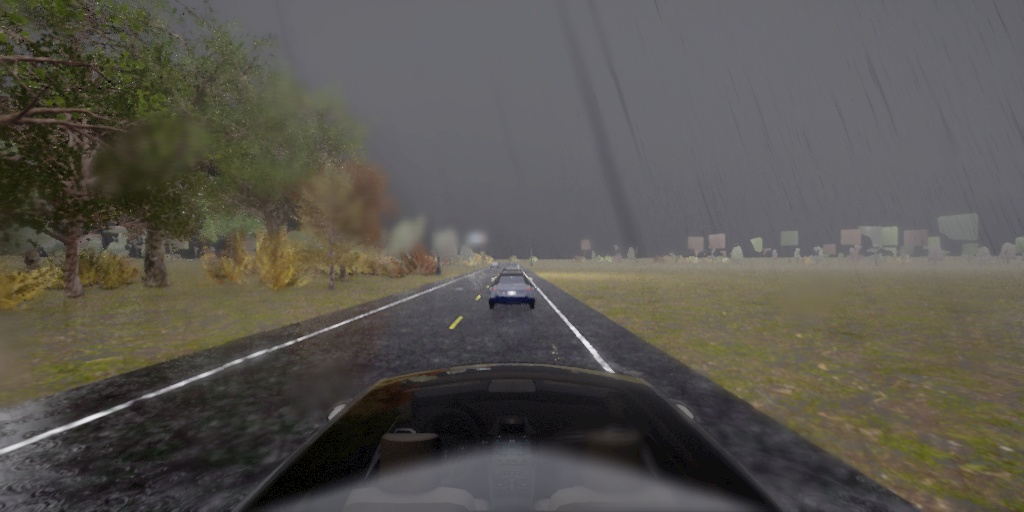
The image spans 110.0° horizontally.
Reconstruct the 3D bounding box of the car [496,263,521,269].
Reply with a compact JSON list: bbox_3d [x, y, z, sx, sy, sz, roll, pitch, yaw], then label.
[{"bbox_3d":[-0.002,1.520,31.154,2.128,1.511,4.902,0,0,0],"label":"car"}]

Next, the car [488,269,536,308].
[{"bbox_3d":[0.001,1.450,16.130,1.994,1.385,4.181,0,0,0],"label":"car"}]
